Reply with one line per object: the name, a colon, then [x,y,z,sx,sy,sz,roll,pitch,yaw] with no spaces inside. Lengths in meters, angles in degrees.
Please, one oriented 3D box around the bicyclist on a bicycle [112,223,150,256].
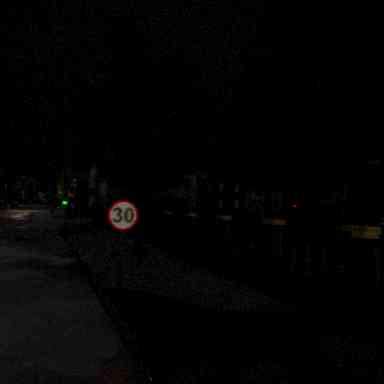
bicyclist on a bicycle: [-2.549,1.886,14.054,1.656,1.620,0.582,3,-3,-24]
